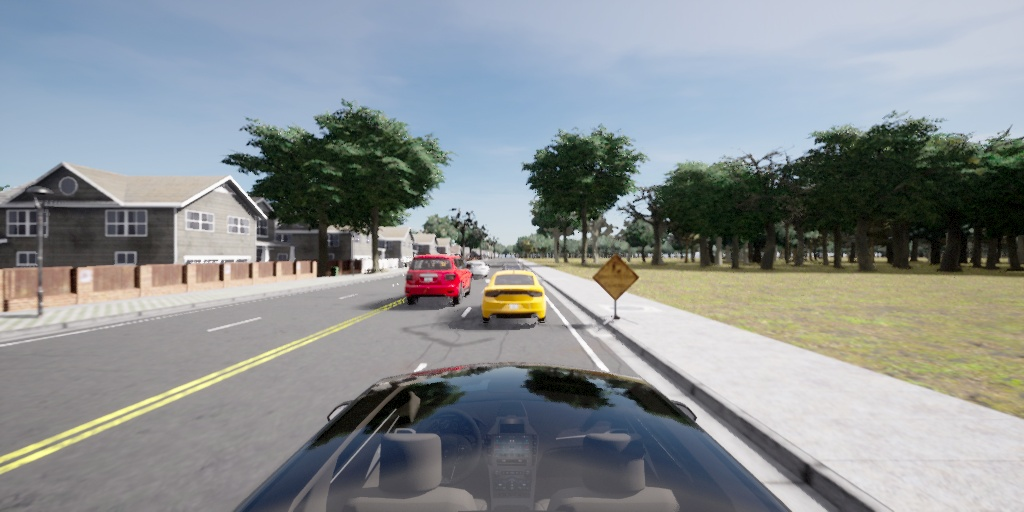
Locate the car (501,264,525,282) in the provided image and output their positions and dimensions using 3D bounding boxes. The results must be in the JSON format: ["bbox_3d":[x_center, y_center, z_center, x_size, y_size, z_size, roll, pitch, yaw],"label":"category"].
[{"bbox_3d":[0.088,1.359,29.587,1.895,1.301,4.718,0,0,0],"label":"car"}]

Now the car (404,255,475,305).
[{"bbox_3d":[-3.157,0.977,16.260,2.150,2.045,5.566,0,0,0],"label":"car"}]

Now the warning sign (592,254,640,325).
[{"bbox_3d":[2.852,0.867,9.890,1.300,1.860,1.060,0,0,0],"label":"warning sign"}]

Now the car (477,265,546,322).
[{"bbox_3d":[0.071,1.230,12.323,1.882,1.535,5.008,0,0,0],"label":"car"}]

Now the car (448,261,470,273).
[{"bbox_3d":[-6.582,1.310,45.135,2.033,1.411,5.357,0,0,0],"label":"car"}]

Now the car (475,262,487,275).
[{"bbox_3d":[-3.152,1.285,33.788,1.812,1.442,4.674,0,0,0],"label":"car"}]
